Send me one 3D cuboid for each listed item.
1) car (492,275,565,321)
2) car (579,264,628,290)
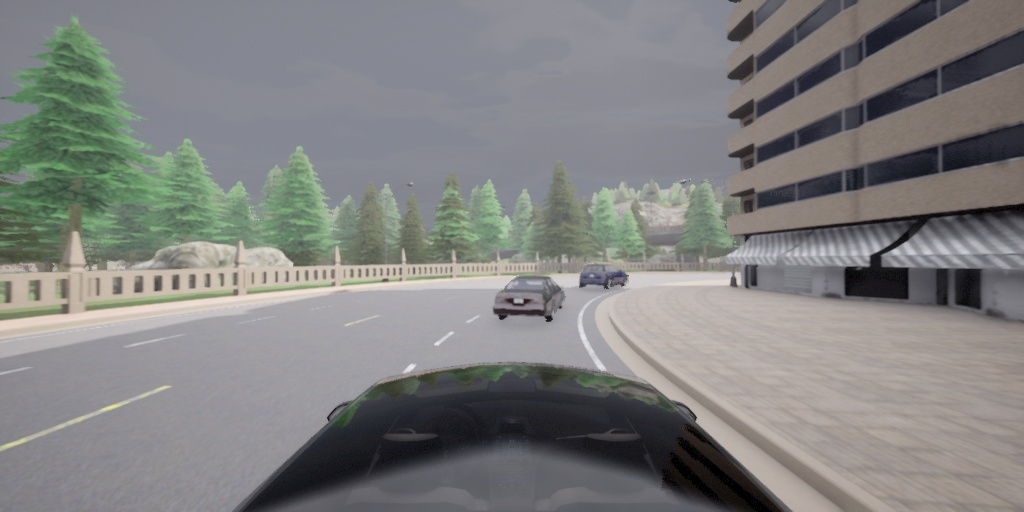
[{"bbox_3d":[0.793,1.419,13.153,2.033,1.411,5.357,0,-1,14],"label":"car"},{"bbox_3d":[6.608,1.355,25.585,2.097,1.767,4.553,0,-1,37],"label":"car"}]
